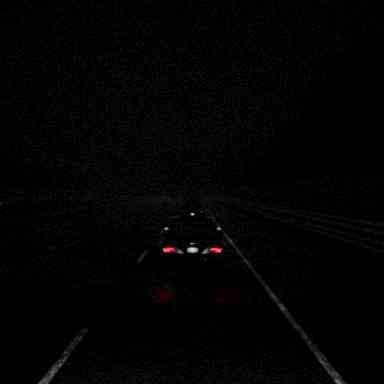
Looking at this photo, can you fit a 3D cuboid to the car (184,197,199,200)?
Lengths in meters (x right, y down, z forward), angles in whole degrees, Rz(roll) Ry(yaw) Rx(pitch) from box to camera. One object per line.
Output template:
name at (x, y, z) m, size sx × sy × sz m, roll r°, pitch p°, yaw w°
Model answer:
car at (0.092, 1.576, 54.602) m, size 1.837 × 1.490 × 4.892 m, roll 0°, pitch -1°, yaw 0°

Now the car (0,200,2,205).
car at (-17.546, 1.223, 26.678) m, size 2.150 × 2.045 × 5.566 m, roll 0°, pitch 0°, yaw 0°

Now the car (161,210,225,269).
car at (0.017, 1.557, 11.134) m, size 2.033 × 1.411 × 5.357 m, roll 0°, pitch 0°, yaw 0°

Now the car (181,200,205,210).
car at (0.042, 1.580, 26.051) m, size 1.994 × 1.385 × 4.181 m, roll 0°, pitch 0°, yaw 0°
